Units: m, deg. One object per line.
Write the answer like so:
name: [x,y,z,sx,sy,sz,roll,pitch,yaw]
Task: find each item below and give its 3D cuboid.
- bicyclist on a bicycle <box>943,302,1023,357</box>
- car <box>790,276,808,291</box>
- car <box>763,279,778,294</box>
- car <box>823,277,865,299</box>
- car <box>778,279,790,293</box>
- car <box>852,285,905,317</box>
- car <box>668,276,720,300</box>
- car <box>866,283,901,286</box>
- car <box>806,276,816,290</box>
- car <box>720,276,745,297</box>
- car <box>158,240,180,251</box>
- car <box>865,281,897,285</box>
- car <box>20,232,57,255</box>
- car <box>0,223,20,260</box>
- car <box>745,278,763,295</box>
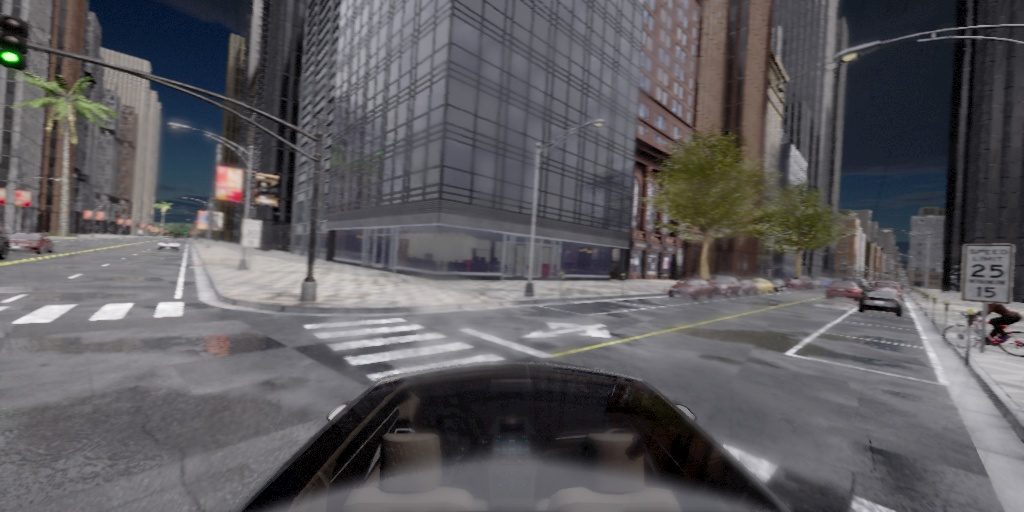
bicyclist on a bicycle: [13.288,1.881,9.954,0.582,1.620,1.656,4,0,-43]
car: [36.538,3.692,46.627,4.507,1.381,1.888,0,0,-43]
car: [24.052,2.857,34.990,4.829,1.417,1.751,0,0,-43]
car: [29.840,3.026,32.202,4.553,1.767,2.097,4,0,-43]
car: [28.297,3.169,38.947,4.313,1.339,1.948,0,0,-43]
car: [21.728,2.700,21.178,4.313,1.339,1.948,0,0,-43]
car: [11.814,2.111,23.584,4.207,1.307,1.802,0,0,-43]
car: [29.968,3.216,28.859,4.507,1.381,1.888,0,0,-43]
car: [40.659,3.734,50.468,5.009,1.841,2.192,0,0,-43]
car: [15.935,2.234,27.425,4.097,1.591,1.967,0,0,-43]
car: [-42.356,-1.364,44.352,1.895,1.301,4.718,4,0,-42]
car: [34.089,3.257,32.699,5.009,1.841,2.192,0,0,-43]
car: [-34.010,-0.930,25.223,1.812,1.442,4.674,4,0,-42]
car: [-27.126,-0.791,17.569,2.150,2.045,5.566,4,0,-42]
car: [20.056,2.644,31.265,4.207,1.307,1.802,0,0,-43]
